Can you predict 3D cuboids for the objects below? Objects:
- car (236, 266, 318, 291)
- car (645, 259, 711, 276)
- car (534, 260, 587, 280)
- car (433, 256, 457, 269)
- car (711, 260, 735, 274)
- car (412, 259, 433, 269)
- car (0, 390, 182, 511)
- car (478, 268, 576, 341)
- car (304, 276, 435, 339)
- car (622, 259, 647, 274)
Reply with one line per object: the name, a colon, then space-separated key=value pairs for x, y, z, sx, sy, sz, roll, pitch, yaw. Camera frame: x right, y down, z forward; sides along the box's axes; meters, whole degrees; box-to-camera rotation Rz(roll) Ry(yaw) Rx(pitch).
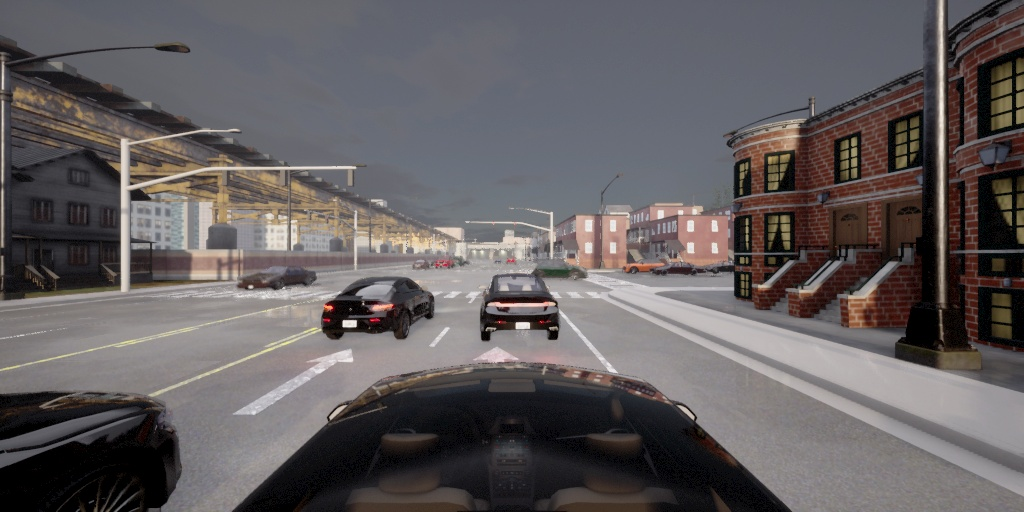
car: x=-14.157 y=1.297 z=22.087 sx=2.033 sy=1.411 sz=5.357 roll=0 pitch=0 yaw=0
car: x=16.899 y=1.297 z=36.715 sx=5.357 sy=1.411 sz=2.033 roll=0 pitch=0 yaw=0
car: x=4.049 y=1.102 z=30.356 sx=4.553 sy=1.767 sz=2.097 roll=0 pitch=0 yaw=15
car: x=-10.737 y=0.971 z=57.273 sx=2.150 sy=2.045 sz=5.566 roll=0 pitch=0 yaw=0
car: x=23.890 y=1.241 z=40.226 sx=4.902 sy=1.511 sz=2.128 roll=0 pitch=0 yaw=0
car: x=-14.238 y=1.276 z=56.391 sx=1.812 sy=1.442 sz=4.674 roll=0 pitch=0 yaw=0
car: x=-3.395 y=1.242 z=0.668 sx=2.128 sy=1.511 sz=4.902 roll=0 pitch=0 yaw=0
car: x=0.092 y=1.242 z=9.902 sx=2.128 sy=1.511 sz=4.902 roll=0 pitch=0 yaw=-3
car: x=-3.450 y=1.276 z=9.935 sx=1.812 sy=1.442 sz=4.674 roll=0 pitch=0 yaw=0
car: x=14.743 y=1.102 z=40.198 sx=4.553 sy=1.767 sz=2.097 roll=0 pitch=0 yaw=0
